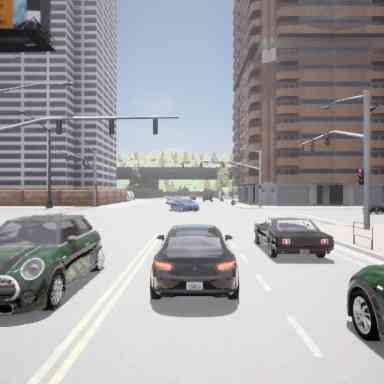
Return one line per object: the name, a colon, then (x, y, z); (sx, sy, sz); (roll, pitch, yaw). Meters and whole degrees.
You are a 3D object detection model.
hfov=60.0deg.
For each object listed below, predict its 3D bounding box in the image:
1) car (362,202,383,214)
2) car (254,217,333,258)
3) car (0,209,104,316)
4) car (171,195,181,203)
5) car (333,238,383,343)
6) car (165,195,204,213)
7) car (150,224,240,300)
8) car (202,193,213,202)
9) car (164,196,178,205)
car: (19.977, 1.601, 33.760); (4.718, 1.301, 1.895); (0, 0, 1)
car: (3.610, 1.601, 12.745); (1.895, 1.301, 4.718); (0, 0, 1)
car: (-3.596, 1.352, 7.738); (2.097, 1.767, 4.553); (0, 0, 0)
car: (-3.457, 1.522, 73.182); (2.128, 1.511, 4.902); (0, 0, 0)
car: (3.602, 1.352, 3.660); (2.097, 1.767, 4.553); (0, 0, 0)
car: (-0.942, 1.477, 37.666); (1.882, 1.535, 5.008); (-1, 0, -26)
car: (0.066, 1.526, 8.294); (1.812, 1.442, 4.674); (0, 0, 0)
car: (3.545, 1.225, 75.888); (2.150, 2.045, 5.566); (0, 0, 0)
car: (-3.549, 1.491, 57.839); (2.128, 1.511, 4.902); (0, 0, 0)
